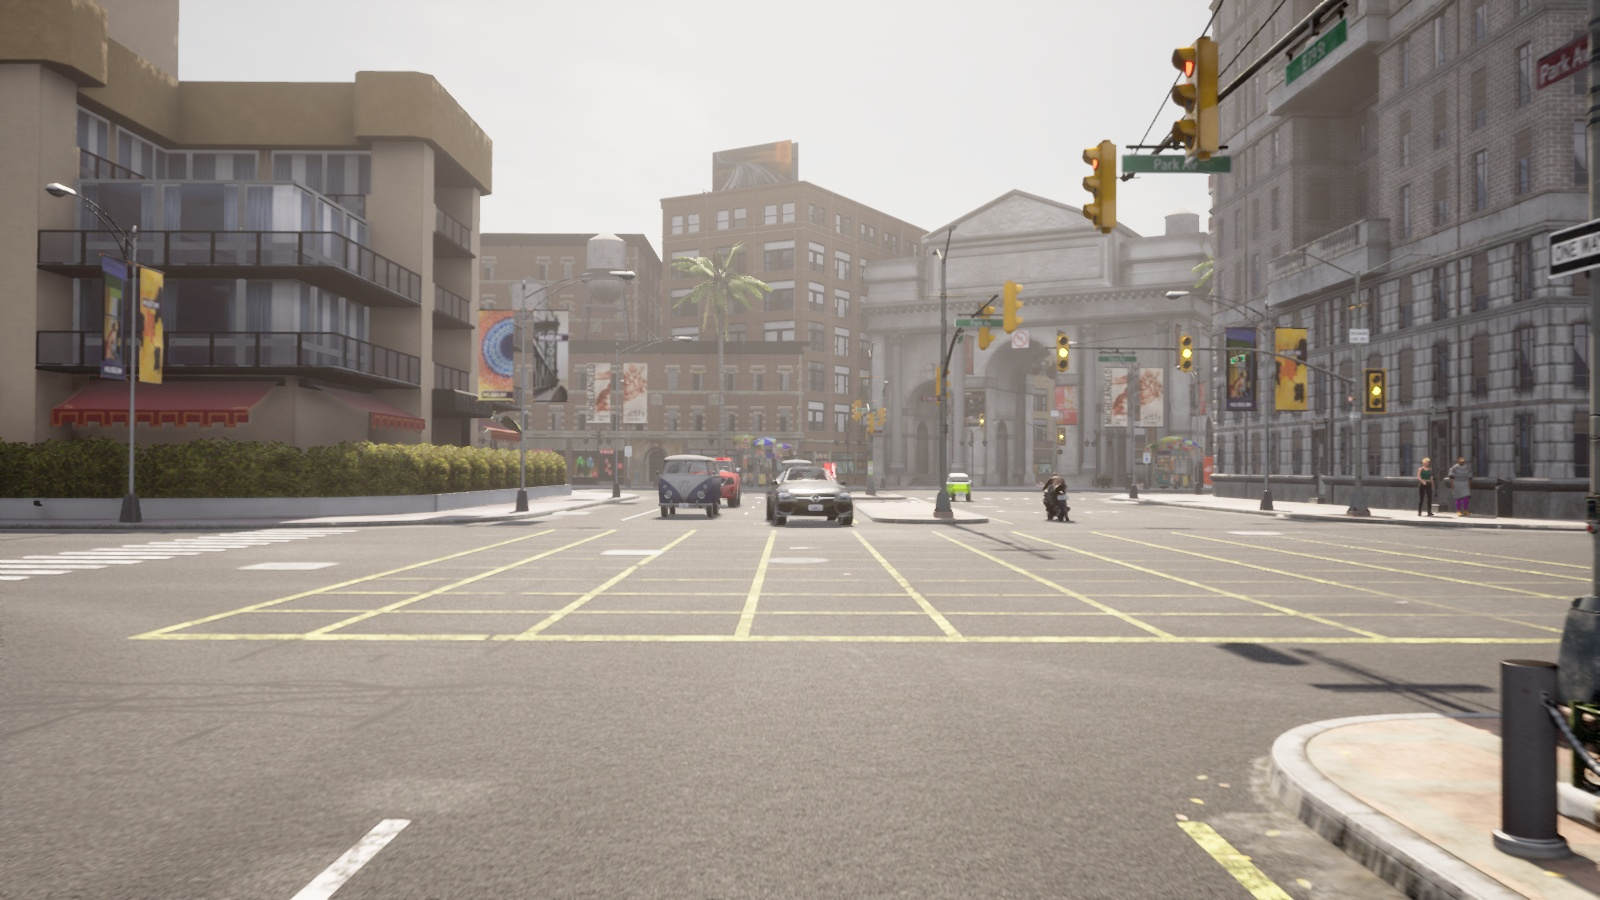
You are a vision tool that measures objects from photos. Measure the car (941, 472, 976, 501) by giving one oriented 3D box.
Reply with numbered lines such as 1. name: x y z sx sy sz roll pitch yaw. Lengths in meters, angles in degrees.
1. car: 7.839 1.779 62.303 1.481 1.376 2.207 0 0 0

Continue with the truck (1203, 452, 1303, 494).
1. truck: 28.082 1.414 78.035 5.204 2.467 2.627 -1 -1 0

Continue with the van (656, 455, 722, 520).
1. van: -3.572 1.208 41.187 1.775 1.987 4.442 0 -1 0

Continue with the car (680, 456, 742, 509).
1. car: -3.627 1.340 52.095 2.150 2.045 5.566 0 -1 0

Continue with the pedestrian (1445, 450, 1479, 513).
1. pedestrian: 20.681 0.981 39.242 0.659 1.952 0.873 0 -1 6

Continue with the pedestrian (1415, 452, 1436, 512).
1. pedestrian: 19.436 0.982 39.022 0.345 1.836 0.594 0 -1 3

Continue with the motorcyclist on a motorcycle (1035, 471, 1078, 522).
1. motorcyclist on a motorcycle: 7.905 1.404 38.833 0.866 1.530 2.191 0 -1 0

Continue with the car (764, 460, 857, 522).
1. car: 0.210 1.138 36.205 2.152 1.651 5.027 0 -1 -6

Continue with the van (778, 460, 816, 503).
1. van: -0.146 1.482 60.312 1.775 1.987 4.442 0 -1 0
